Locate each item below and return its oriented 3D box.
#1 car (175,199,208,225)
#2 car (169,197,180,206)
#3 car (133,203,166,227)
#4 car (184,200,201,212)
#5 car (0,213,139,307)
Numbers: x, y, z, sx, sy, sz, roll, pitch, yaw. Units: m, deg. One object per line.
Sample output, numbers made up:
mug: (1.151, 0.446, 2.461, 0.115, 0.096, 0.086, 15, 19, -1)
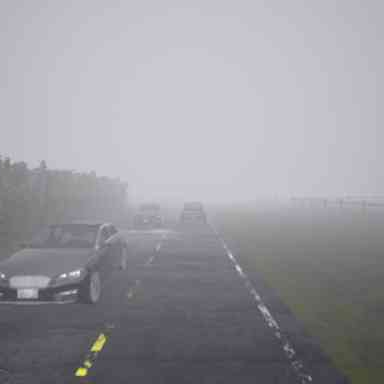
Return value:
car: (0.097, 1.516, 24.287, 2.128, 1.511, 4.902, 0, 0, 0)
car: (-2.812, 1.601, 56.912, 2.033, 1.411, 5.357, 0, 0, 1)
car: (-2.851, 1.527, 22.864, 1.837, 1.490, 4.892, 0, 0, 0)
car: (0.094, 1.639, 39.809, 1.895, 1.301, 4.718, 0, 0, 0)
car: (-2.841, 1.500, 8.209, 2.128, 1.511, 4.902, 0, 0, 0)
